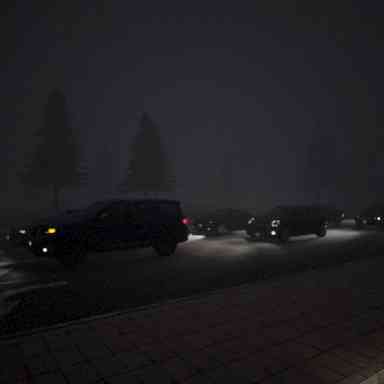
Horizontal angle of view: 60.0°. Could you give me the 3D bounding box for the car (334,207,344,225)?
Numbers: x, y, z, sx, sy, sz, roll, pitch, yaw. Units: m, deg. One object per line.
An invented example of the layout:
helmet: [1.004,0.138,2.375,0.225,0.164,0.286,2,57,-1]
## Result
car: [9.337,1.701,24.746,4.902,1.511,2.128,1,0,-35]

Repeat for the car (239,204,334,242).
car: [4.993,1.487,17.361,4.553,1.767,2.097,1,0,-35]

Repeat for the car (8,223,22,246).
car: [-5.171,1.531,14.415,4.902,1.511,2.128,1,0,-35]

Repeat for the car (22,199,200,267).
car: [-2.720,1.266,11.872,5.566,2.045,2.150,1,0,-34]

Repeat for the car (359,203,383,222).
car: [17.519,1.811,30.497,4.892,1.490,1.837,1,0,-35]

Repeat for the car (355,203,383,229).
car: [13.405,1.726,23.341,4.902,1.511,2.128,1,0,-35]

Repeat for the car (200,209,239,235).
car: [2.090,1.689,19.596,4.181,1.385,1.994,1,0,-36]
